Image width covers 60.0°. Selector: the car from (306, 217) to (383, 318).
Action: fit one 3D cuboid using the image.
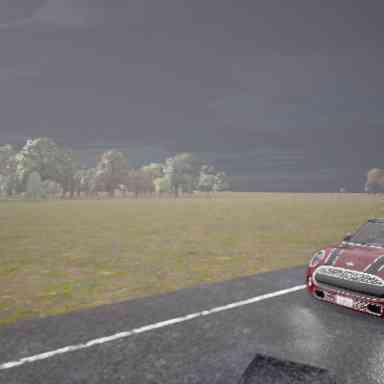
[{"bbox_3d":[4.547,1.352,7.224,4.553,1.767,2.097,0,0,-35],"label":"car"}]
